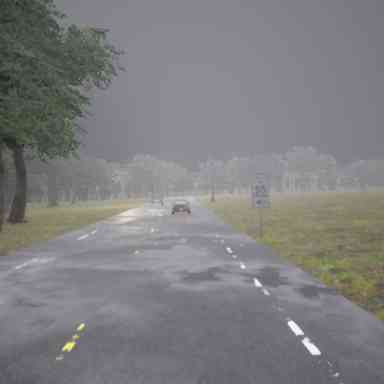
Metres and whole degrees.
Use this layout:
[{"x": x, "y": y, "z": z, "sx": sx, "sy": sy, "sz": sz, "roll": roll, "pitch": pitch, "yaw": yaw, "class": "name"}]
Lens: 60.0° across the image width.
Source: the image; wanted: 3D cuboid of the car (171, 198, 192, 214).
[{"x": -1.135, "y": 1.516, "z": 34.761, "sx": 1.812, "sy": 1.442, "sz": 4.674, "roll": -2, "pitch": 0, "yaw": -2, "class": "car"}]

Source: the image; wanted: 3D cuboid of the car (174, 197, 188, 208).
[{"x": -1.557, "y": 1.520, "z": 47.693, "sx": 1.895, "sy": 1.301, "sz": 4.718, "roll": -2, "pitch": 0, "yaw": -1, "class": "car"}]

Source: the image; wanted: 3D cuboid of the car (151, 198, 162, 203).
[{"x": -5.172, "y": 1.185, "z": 49.561, "sx": 2.128, "sy": 1.511, "sz": 4.902, "roll": -2, "pitch": 0, "yaw": -2, "class": "car"}]
